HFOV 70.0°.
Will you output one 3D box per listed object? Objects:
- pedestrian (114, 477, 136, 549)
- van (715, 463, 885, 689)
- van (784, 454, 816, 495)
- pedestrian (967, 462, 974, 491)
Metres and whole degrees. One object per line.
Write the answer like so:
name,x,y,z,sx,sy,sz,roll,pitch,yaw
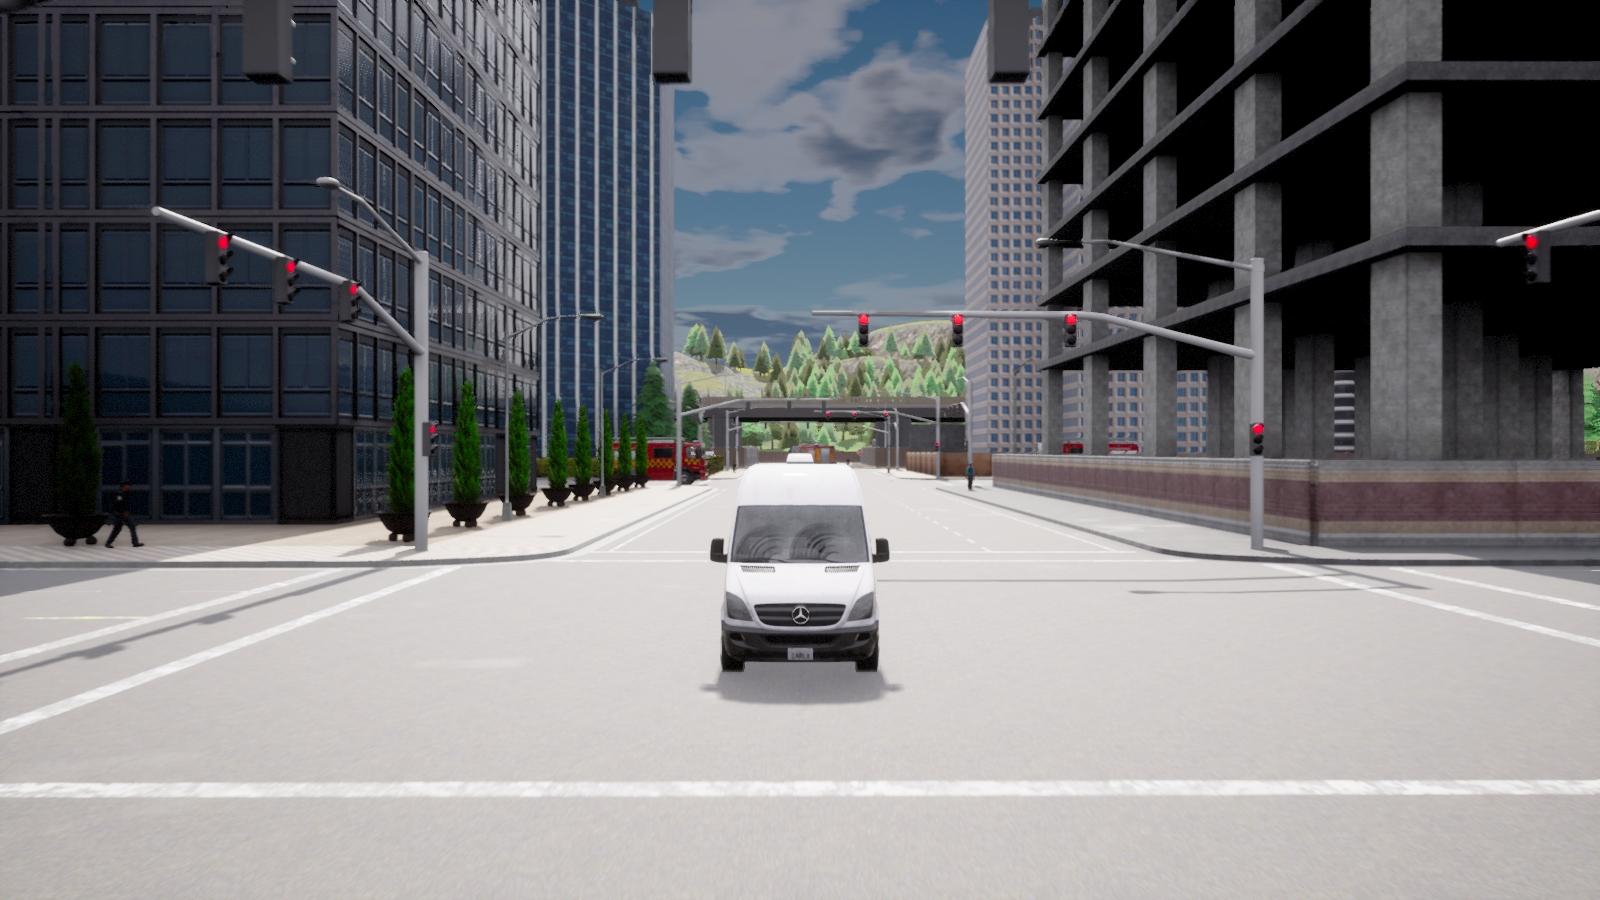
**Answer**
pedestrian,-17.583,1.641,29.760,0.375,1.860,0.375,0,0,-4
van,-0.004,1.504,16.288,1.988,2.561,5.915,0,0,0
van,-0.006,1.532,74.973,1.988,2.561,5.915,0,0,0
pedestrian,11.080,1.694,74.175,0.375,1.860,0.375,0,0,2
